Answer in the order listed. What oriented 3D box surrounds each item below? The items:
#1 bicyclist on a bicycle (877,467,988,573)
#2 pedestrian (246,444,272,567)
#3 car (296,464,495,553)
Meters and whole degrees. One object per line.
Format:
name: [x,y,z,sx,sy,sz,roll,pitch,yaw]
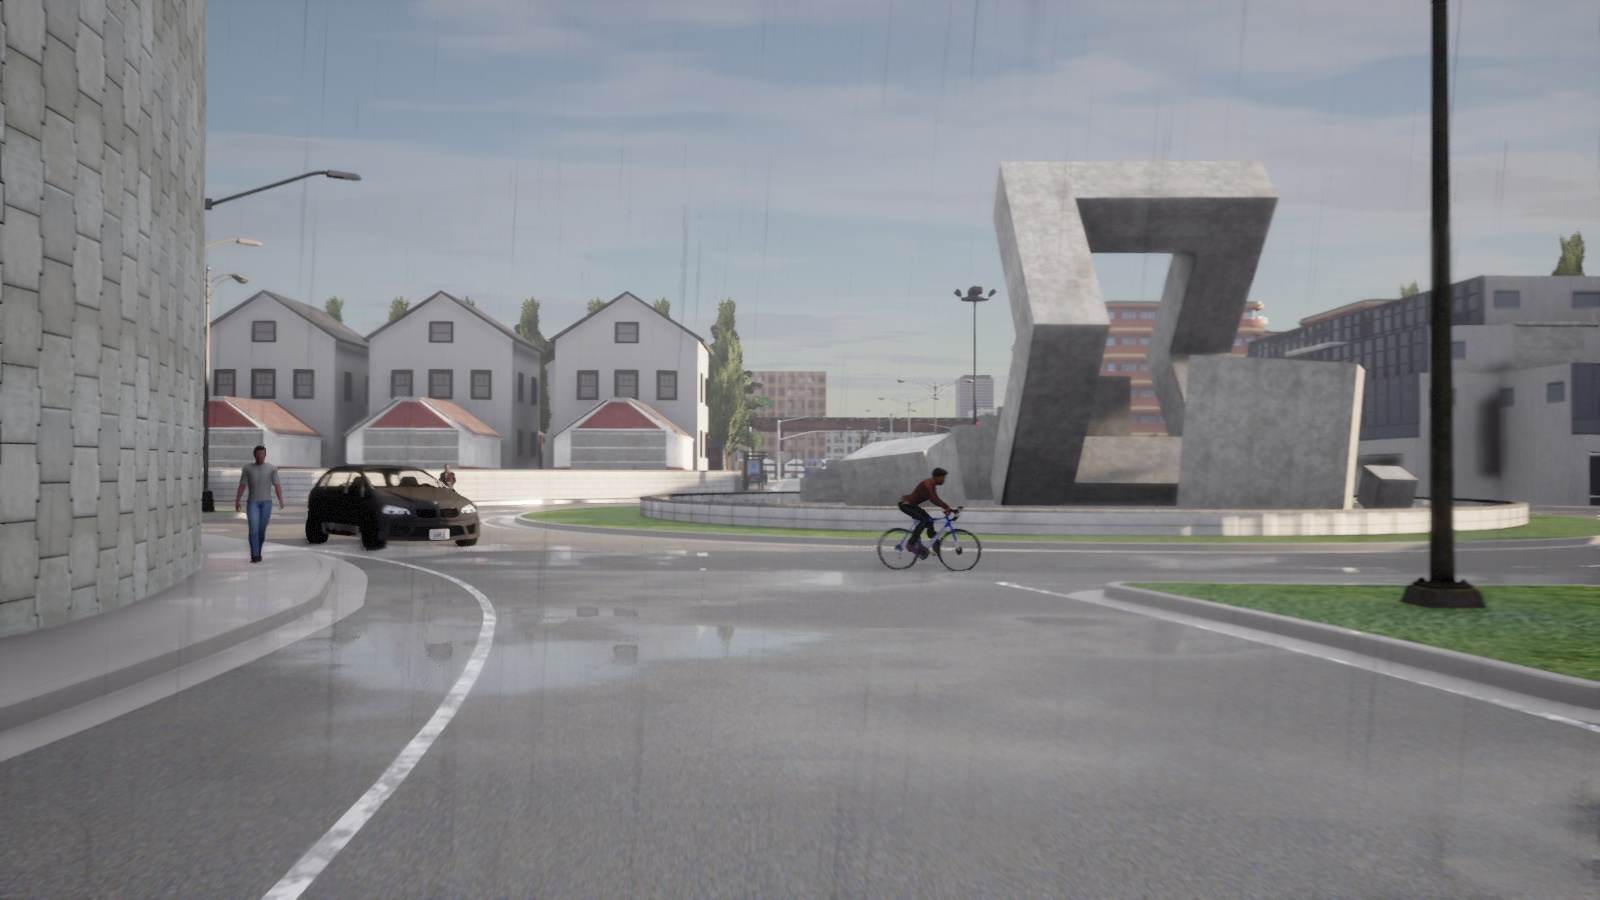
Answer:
bicyclist on a bicycle: [2.085,1.089,19.765,1.656,1.620,0.582,0,-2,16]
pedestrian: [-8.251,0.829,19.150,0.354,1.836,0.706,0,-1,-23]
car: [-8.417,1.131,25.893,2.242,1.667,4.611,1,-1,-42]
